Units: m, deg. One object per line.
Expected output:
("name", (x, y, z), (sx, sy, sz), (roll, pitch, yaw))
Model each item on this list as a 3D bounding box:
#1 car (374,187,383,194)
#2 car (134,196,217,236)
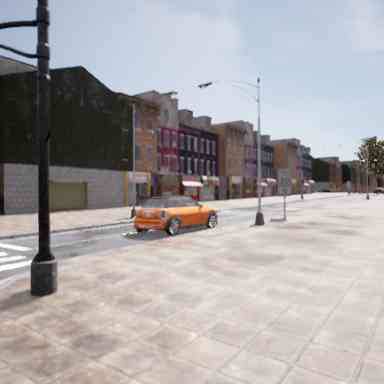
("car", (43.604, -0.314, 77.478), (1.837, 1.490, 4.892), (-1, 0, 36))
("car", (-0.643, 0.972, 16.138), (2.097, 1.767, 4.553), (-1, 1, 36))
